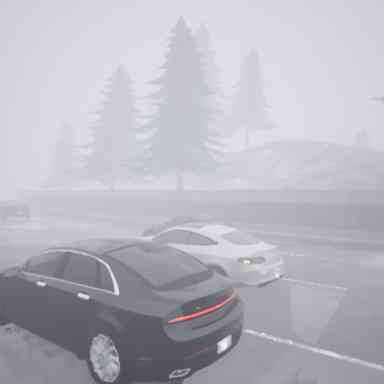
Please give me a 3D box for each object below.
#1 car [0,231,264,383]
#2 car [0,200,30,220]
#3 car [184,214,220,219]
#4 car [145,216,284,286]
[{"bbox_3d":[-1.546,1.498,5.317,4.892,1.490,1.837,0,0,37],"label":"car"},{"bbox_3d":[-14.861,1.402,27.218,1.882,1.535,5.008,0,0,-42],"label":"car"},{"bbox_3d":[-0.010,1.563,13.032,4.181,1.385,1.994,0,0,39],"label":"car"},{"bbox_3d":[-0.005,1.526,8.541,4.674,1.442,1.812,0,0,38],"label":"car"}]
